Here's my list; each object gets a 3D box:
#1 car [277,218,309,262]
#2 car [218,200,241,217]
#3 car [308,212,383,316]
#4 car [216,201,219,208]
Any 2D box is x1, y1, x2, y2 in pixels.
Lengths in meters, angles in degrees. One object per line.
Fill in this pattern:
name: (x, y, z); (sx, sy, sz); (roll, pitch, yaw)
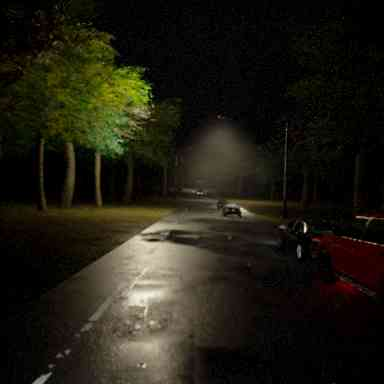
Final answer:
car: (4.758, 1.790, 13.266); (1.837, 1.490, 4.892); (2, 0, 1)
car: (4.333, 1.915, 36.656); (2.033, 1.411, 5.357); (2, 0, 2)
car: (4.620, 1.455, 7.299); (2.150, 2.045, 5.566); (2, 0, 1)
car: (4.593, 1.832, 48.764); (2.033, 1.411, 5.357); (2, 1, 1)
